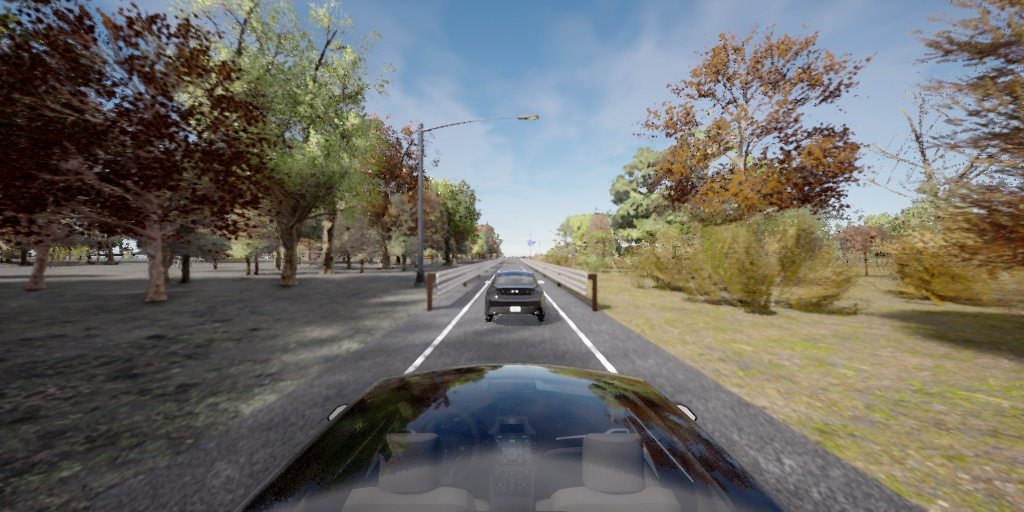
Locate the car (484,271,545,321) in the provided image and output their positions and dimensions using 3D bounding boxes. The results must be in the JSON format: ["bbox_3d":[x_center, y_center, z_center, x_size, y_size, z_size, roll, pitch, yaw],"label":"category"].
[{"bbox_3d":[0.096,1.258,12.551,1.837,1.490,4.892,0,0,0],"label":"car"}]
